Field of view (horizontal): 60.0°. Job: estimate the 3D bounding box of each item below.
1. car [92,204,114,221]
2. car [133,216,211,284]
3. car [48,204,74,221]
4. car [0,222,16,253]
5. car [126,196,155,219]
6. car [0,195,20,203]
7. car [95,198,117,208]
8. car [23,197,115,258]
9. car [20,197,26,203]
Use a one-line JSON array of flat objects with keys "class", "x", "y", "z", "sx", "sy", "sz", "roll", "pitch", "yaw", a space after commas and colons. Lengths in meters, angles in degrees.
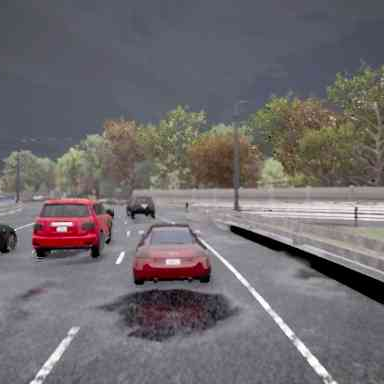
[{"class": "car", "x": -8.278, "y": 1.804, "z": 30.686, "sx": 1.895, "sy": 1.301, "sz": 4.718, "roll": 0, "pitch": 0, "yaw": -17}, {"class": "car", "x": -0.642, "y": 1.627, "z": 9.853, "sx": 1.994, "sy": 1.385, "sz": 4.181, "roll": 0, "pitch": 0, "yaw": -6}, {"class": "car", "x": -11.792, "y": 1.808, "z": 30.229, "sx": 1.895, "sy": 1.301, "sz": 4.718, "roll": 0, "pitch": 0, "yaw": -17}, {"class": "car", "x": -7.819, "y": 1.436, "z": 11.268, "sx": 2.097, "sy": 1.767, "sz": 4.553, "roll": 0, "pitch": 0, "yaw": -6}, {"class": "car", "x": -4.962, "y": 1.423, "z": 31.774, "sx": 2.150, "sy": 2.045, "sz": 5.566, "roll": 0, "pitch": 0, "yaw": -17}, {"class": "car", "x": -44.242, "y": 1.653, "z": 79.635, "sx": 5.566, "sy": 2.045, "sz": 2.150, "roll": 0, "pitch": 0, "yaw": 39}, {"class": "car", "x": -13.947, "y": 1.669, "z": 53.805, "sx": 1.837, "sy": 1.490, "sz": 4.892, "roll": 0, "pitch": 0, "yaw": -35}, {"class": "car", "x": -4.527, "y": 1.311, "z": 13.349, "sx": 2.150, "sy": 2.045, "sz": 5.566, "roll": 0, "pitch": 0, "yaw": -7}, {"class": "car", "x": -41.945, "y": 1.978, "z": 82.275, "sx": 5.357, "sy": 1.411, "sz": 2.033, "roll": 0, "pitch": 0, "yaw": 39}]
